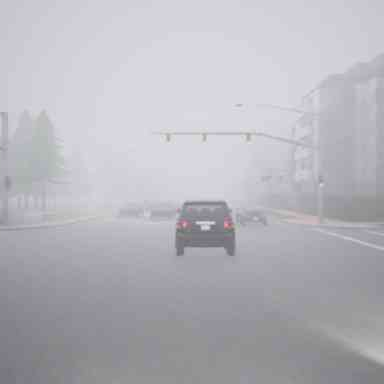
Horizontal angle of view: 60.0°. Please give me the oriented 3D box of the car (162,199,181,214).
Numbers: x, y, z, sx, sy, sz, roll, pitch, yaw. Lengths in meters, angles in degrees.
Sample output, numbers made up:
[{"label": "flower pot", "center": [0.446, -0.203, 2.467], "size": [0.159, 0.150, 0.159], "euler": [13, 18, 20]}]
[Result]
[{"label": "car", "center": [-2.410, 1.716, 40.607], "size": [1.882, 1.535, 5.008], "euler": [0, 0, 2]}]

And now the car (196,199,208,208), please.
[{"label": "car", "center": [1.686, 1.863, 56.236], "size": [1.994, 1.385, 4.181], "euler": [0, 0, 2]}]

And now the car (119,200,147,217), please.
[{"label": "car", "center": [-6.099, 1.701, 33.885], "size": [1.882, 1.535, 5.008], "euler": [0, 0, 1]}]

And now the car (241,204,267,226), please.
[{"label": "car", "center": [4.310, 1.635, 24.535], "size": [1.812, 1.442, 4.674], "euler": [0, 0, 1]}]

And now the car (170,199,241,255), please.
[{"label": "car", "center": [0.523, 1.295, 13.783], "size": [2.150, 2.045, 5.566], "euler": [0, 0, 2]}]

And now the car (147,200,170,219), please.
[{"label": "car", "center": [-2.682, 1.666, 31.195], "size": [1.882, 1.535, 5.008], "euler": [0, 0, 2]}]

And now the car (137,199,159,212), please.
[{"label": "car", "center": [-5.798, 1.769, 44.150], "size": [2.128, 1.511, 4.902], "euler": [0, 0, 2]}]
